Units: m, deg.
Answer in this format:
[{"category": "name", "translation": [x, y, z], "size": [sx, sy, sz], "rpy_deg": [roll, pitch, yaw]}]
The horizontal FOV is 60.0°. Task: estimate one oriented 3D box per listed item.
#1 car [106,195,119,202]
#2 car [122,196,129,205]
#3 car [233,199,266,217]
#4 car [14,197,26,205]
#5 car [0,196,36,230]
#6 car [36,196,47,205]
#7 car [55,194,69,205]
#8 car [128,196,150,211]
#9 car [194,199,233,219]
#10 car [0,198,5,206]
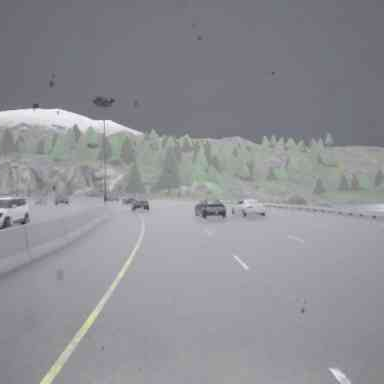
[{"category": "car", "translation": [-17.157, 1.358, 71.437], "size": [2.033, 1.411, 5.357], "rpy_deg": [-1, 0, -29]}, {"category": "car", "translation": [-10.791, 1.425, 57.380], "size": [1.837, 1.490, 4.892], "rpy_deg": [-1, 0, -23]}, {"category": "car", "translation": [4.782, 1.316, 28.422], "size": [1.812, 1.442, 4.674], "rpy_deg": [-1, 0, -11]}, {"category": "car", "translation": [-33.086, 1.694, 63.974], "size": [1.882, 1.535, 5.008], "rpy_deg": [-1, 0, -27]}, {"category": "car", "translation": [-12.054, 1.330, 20.993], "size": [2.150, 2.045, 5.566], "rpy_deg": [-1, 0, -8]}, {"category": "car", "translation": [-28.091, 1.537, 61.884], "size": [2.097, 1.767, 4.553], "rpy_deg": [-1, 0, -25]}, {"category": "car", "translation": [-23.910, 1.346, 61.219], "size": [2.150, 2.045, 5.566], "rpy_deg": [-1, 1, -24]}, {"category": "car", "translation": [-6.113, 1.431, 39.247], "size": [1.837, 1.490, 4.892], "rpy_deg": [-1, 0, -15]}, {"category": "car", "translation": [1.415, 1.344, 27.321], "size": [2.128, 1.511, 4.902], "rpy_deg": [-1, 0, -10]}, {"category": "car", "translation": [-36.720, 1.908, 63.386], "size": [1.895, 1.301, 4.718], "rpy_deg": [-1, 0, -29]}]
